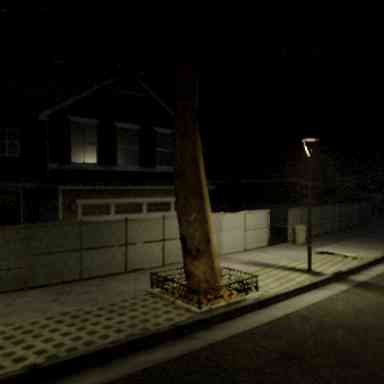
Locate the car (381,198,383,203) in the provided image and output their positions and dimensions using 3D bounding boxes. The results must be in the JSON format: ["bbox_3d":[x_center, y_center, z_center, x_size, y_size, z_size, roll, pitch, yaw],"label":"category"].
[{"bbox_3d":[36.711,1.408,61.145,2.033,1.411,5.357,0,0,9],"label":"car"}]
